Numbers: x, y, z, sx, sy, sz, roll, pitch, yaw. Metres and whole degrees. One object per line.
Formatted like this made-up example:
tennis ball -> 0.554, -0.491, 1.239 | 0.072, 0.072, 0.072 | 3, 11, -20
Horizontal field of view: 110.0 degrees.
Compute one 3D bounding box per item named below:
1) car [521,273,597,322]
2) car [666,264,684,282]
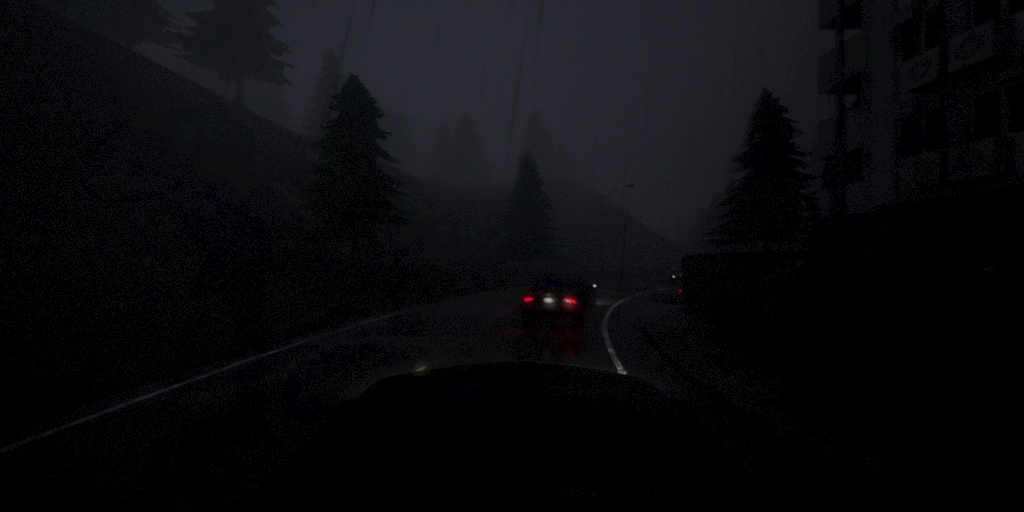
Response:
car -> 1.826, 1.311, 12.515 | 2.033, 1.411, 5.357 | 0, 0, 18
car -> 13.854, 1.309, 27.868 | 4.674, 1.442, 1.812 | 0, 0, -35
